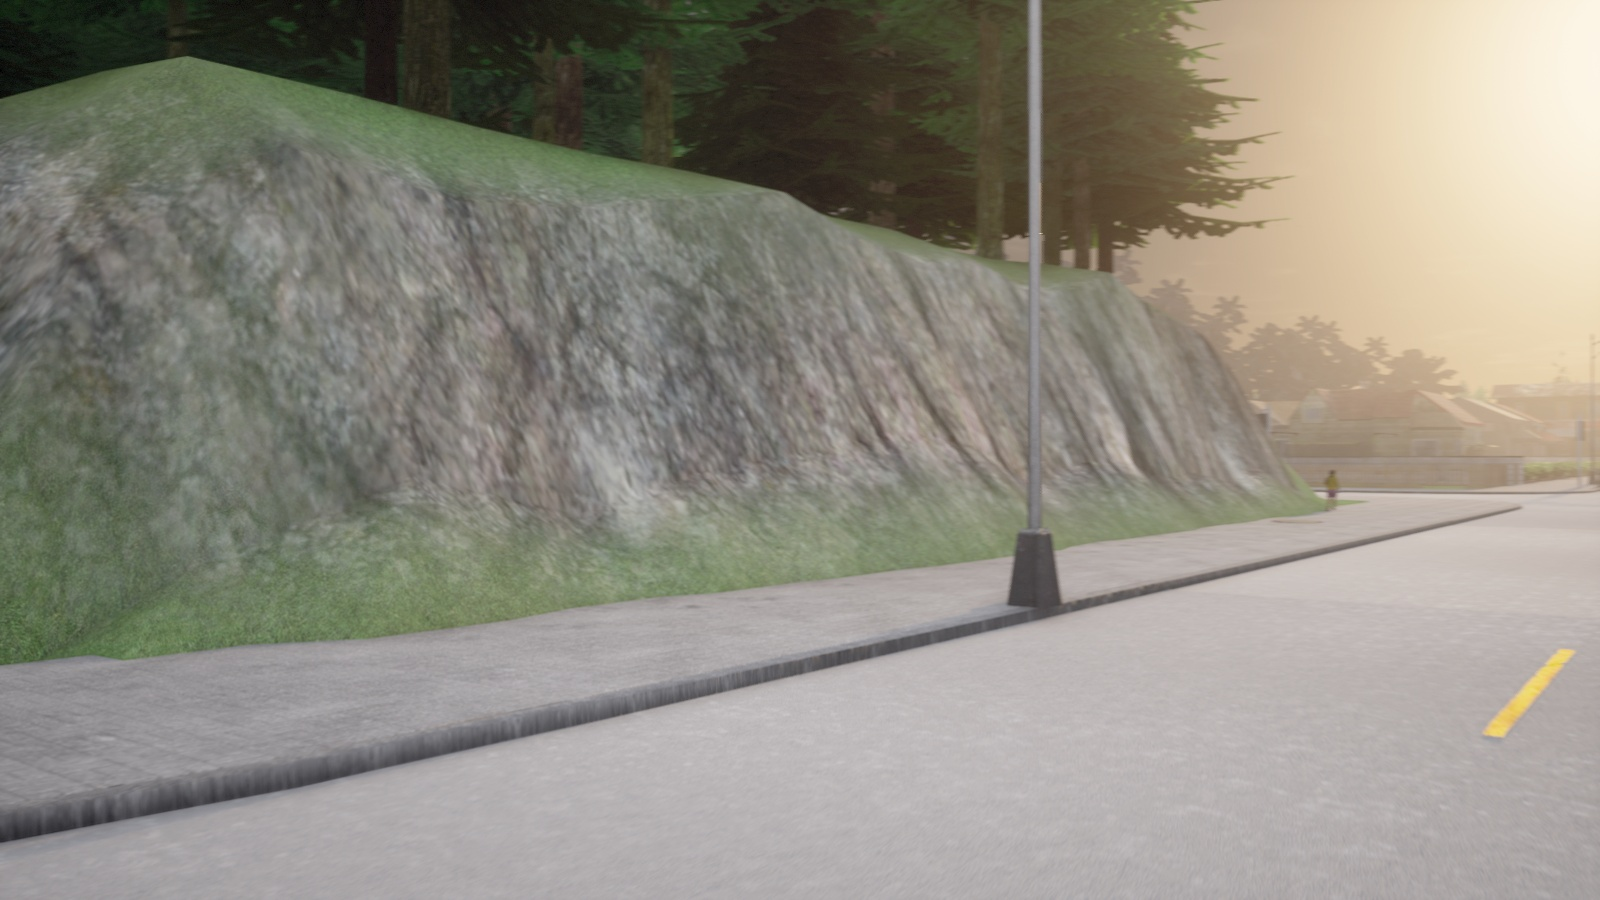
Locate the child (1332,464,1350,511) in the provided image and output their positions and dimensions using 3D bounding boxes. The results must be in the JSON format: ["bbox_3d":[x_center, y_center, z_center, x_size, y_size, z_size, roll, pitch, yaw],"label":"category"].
[{"bbox_3d":[13.552,0.937,31.447,0.299,1.160,0.473,0,0,37],"label":"child"}]
